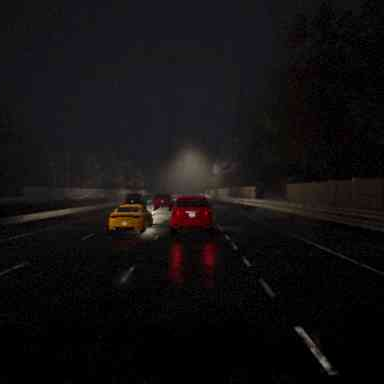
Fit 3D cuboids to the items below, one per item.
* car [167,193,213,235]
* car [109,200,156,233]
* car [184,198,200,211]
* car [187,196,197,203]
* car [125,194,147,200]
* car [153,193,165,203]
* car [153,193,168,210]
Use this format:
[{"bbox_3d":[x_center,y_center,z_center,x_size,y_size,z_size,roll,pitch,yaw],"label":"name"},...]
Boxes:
[{"bbox_3d":[-0.002,1.222,19.011,2.150,2.045,5.566,0,0,0],"label":"car"},{"bbox_3d":[-3.503,1.478,19.720,1.882,1.535,5.008,0,0,0],"label":"car"},{"bbox_3d":[-0.005,1.526,41.897,1.812,1.442,4.674,0,0,0],"label":"car"},{"bbox_3d":[-0.007,1.553,71.066,1.994,1.385,4.181,0,0,0],"label":"car"},{"bbox_3d":[-7.009,1.222,41.683,2.150,2.045,5.566,0,0,0],"label":"car"},{"bbox_3d":[-7.007,1.226,70.904,2.150,2.045,5.566,0,0,0],"label":"car"},{"bbox_3d":[-3.505,1.222,41.803,2.150,2.045,5.566,0,0,0],"label":"car"}]
